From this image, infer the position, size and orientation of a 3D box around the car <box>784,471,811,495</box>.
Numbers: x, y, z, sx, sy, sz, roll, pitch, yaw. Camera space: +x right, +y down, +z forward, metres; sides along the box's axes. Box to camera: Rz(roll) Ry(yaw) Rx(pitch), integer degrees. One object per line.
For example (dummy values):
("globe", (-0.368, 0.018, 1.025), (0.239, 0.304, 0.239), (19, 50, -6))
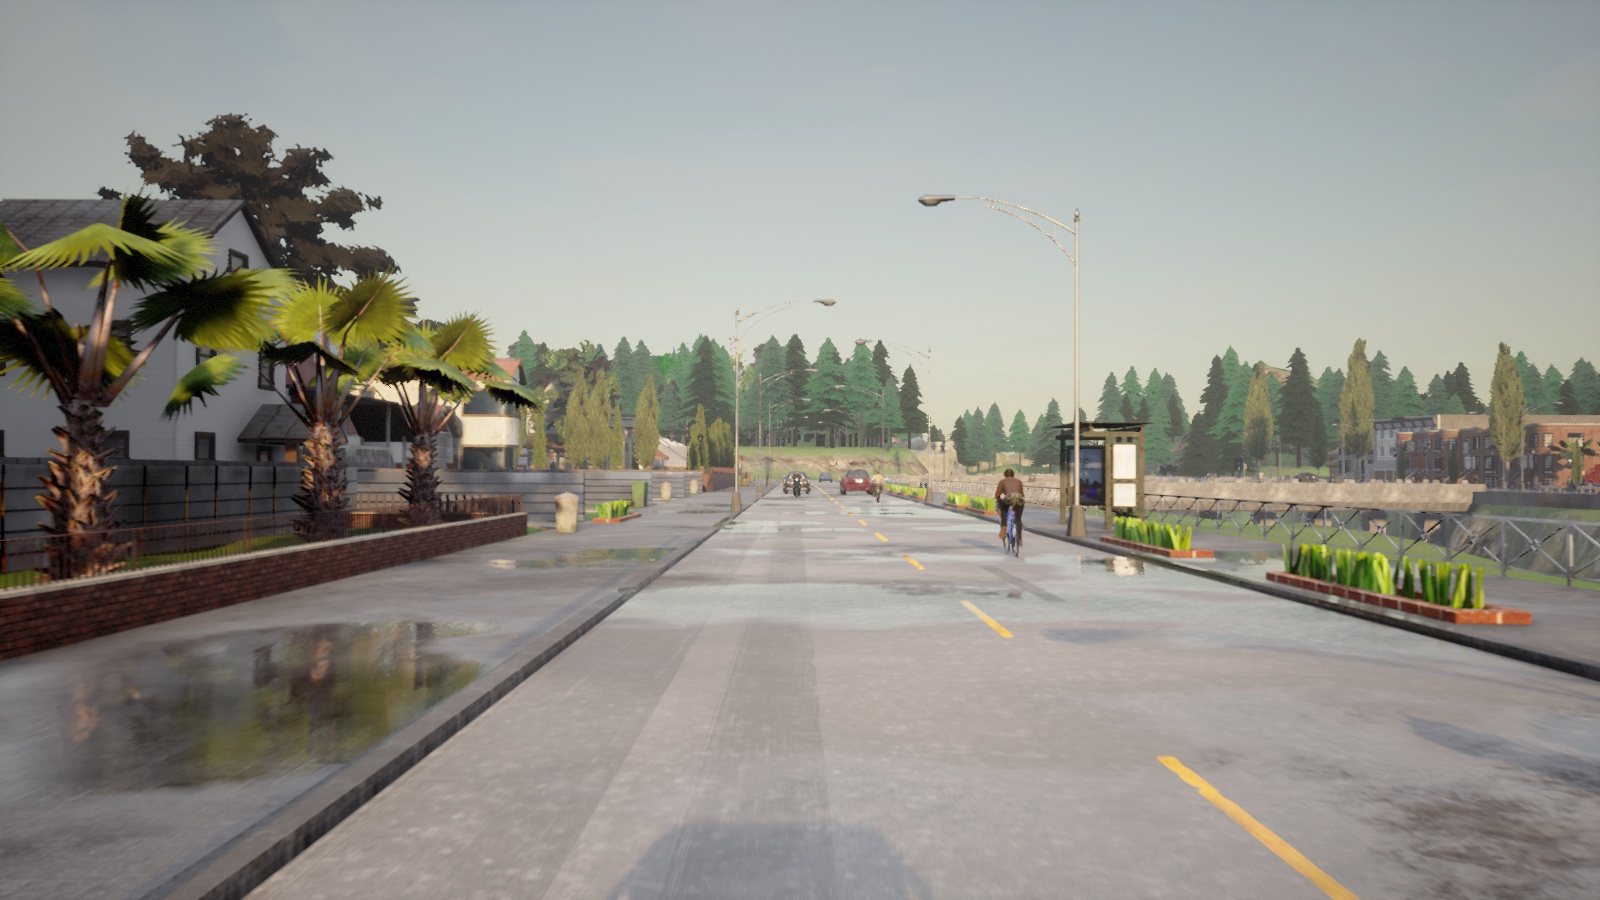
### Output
("car", (-0.200, 2.221, 85.255), (1.789, 1.549, 3.705), (0, -1, 0))

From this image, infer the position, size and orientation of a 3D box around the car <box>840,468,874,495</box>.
("car", (3.801, 2.076, 84.701), (2.097, 1.767, 4.553), (0, -1, 0))

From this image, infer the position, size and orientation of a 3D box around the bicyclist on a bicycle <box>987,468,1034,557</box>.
("bicyclist on a bicycle", (3.945, 1.147, 23.606), (0.582, 1.620, 1.656), (0, -1, 0))
